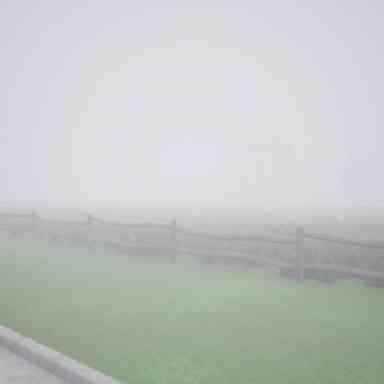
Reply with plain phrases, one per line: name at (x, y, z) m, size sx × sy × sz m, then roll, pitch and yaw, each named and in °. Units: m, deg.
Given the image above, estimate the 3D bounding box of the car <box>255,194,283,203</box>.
car at (13.057, 1.242, 56.736) m, size 4.605 × 1.855 × 1.932 m, roll 0°, pitch 0°, yaw 35°
